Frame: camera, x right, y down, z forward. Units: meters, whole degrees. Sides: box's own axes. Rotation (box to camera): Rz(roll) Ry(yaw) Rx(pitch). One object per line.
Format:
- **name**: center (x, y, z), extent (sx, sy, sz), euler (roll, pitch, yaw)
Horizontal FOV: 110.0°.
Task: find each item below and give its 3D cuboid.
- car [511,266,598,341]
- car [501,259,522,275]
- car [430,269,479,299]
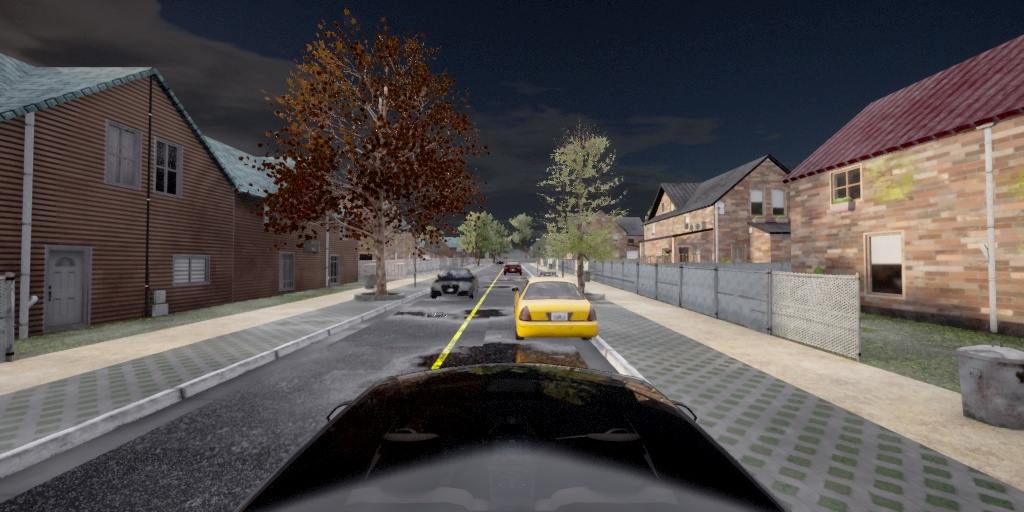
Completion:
- **car**: center (0.966, 1.210, 9.855), extent (1.801, 1.575, 5.366), euler (0, 0, 0)
- **car**: center (0.094, 1.254, 38.796), extent (1.882, 1.535, 5.008), euler (0, 0, 0)
- **car**: center (-2.743, 1.323, 17.922), extent (1.994, 1.385, 4.181), euler (0, 0, 0)
